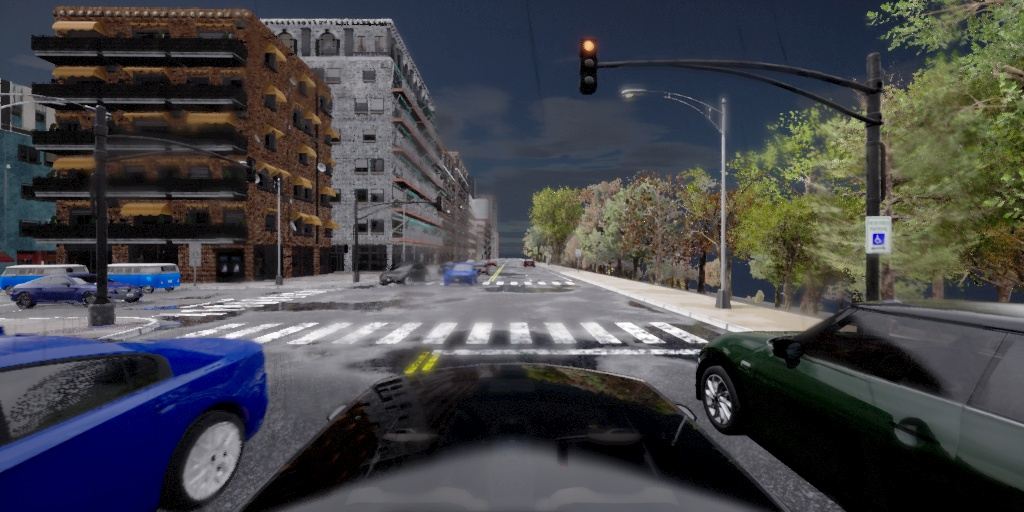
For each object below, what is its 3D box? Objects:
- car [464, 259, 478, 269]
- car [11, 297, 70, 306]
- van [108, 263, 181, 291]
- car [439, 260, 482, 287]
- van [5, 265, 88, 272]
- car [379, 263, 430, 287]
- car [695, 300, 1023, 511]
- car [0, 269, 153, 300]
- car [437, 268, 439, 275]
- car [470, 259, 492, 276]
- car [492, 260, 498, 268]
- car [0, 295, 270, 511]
[{"bbox_3d":[-6.757,1.292,59.768,1.812,1.442,4.674,0,0,0],"label":"car"},{"bbox_3d":[-6.602,1.276,2.260,1.812,1.442,4.674,0,0,0],"label":"car"},{"bbox_3d":[-22.783,1.351,21.946,3.998,1.789,1.690,0,0,-1],"label":"van"},{"bbox_3d":[-3.427,1.245,24.827,1.882,1.535,5.008,0,0,0],"label":"car"},{"bbox_3d":[-28.384,1.424,21.851,3.998,1.789,1.690,0,0,-1],"label":"van"},{"bbox_3d":[-7.447,1.277,25.374,1.837,1.490,4.892,0,1,11],"label":"car"},{"bbox_3d":[3.347,1.102,2.651,2.097,1.767,4.553,0,0,0],"label":"car"},{"bbox_3d":[-19.573,1.517,16.199,4.674,1.442,1.812,-1,0,0],"label":"car"},{"bbox_3d":[-6.717,1.317,38.528,1.994,1.385,4.181,0,0,0],"label":"car"},{"bbox_3d":[-3.465,1.318,37.906,1.994,1.385,4.181,0,0,0],"label":"car"},{"bbox_3d":[-3.501,1.369,62.121,1.895,1.301,4.718,0,0,0],"label":"car"},{"bbox_3d":[-3.348,1.227,1.479,1.882,1.535,5.008,0,0,0],"label":"car"}]
